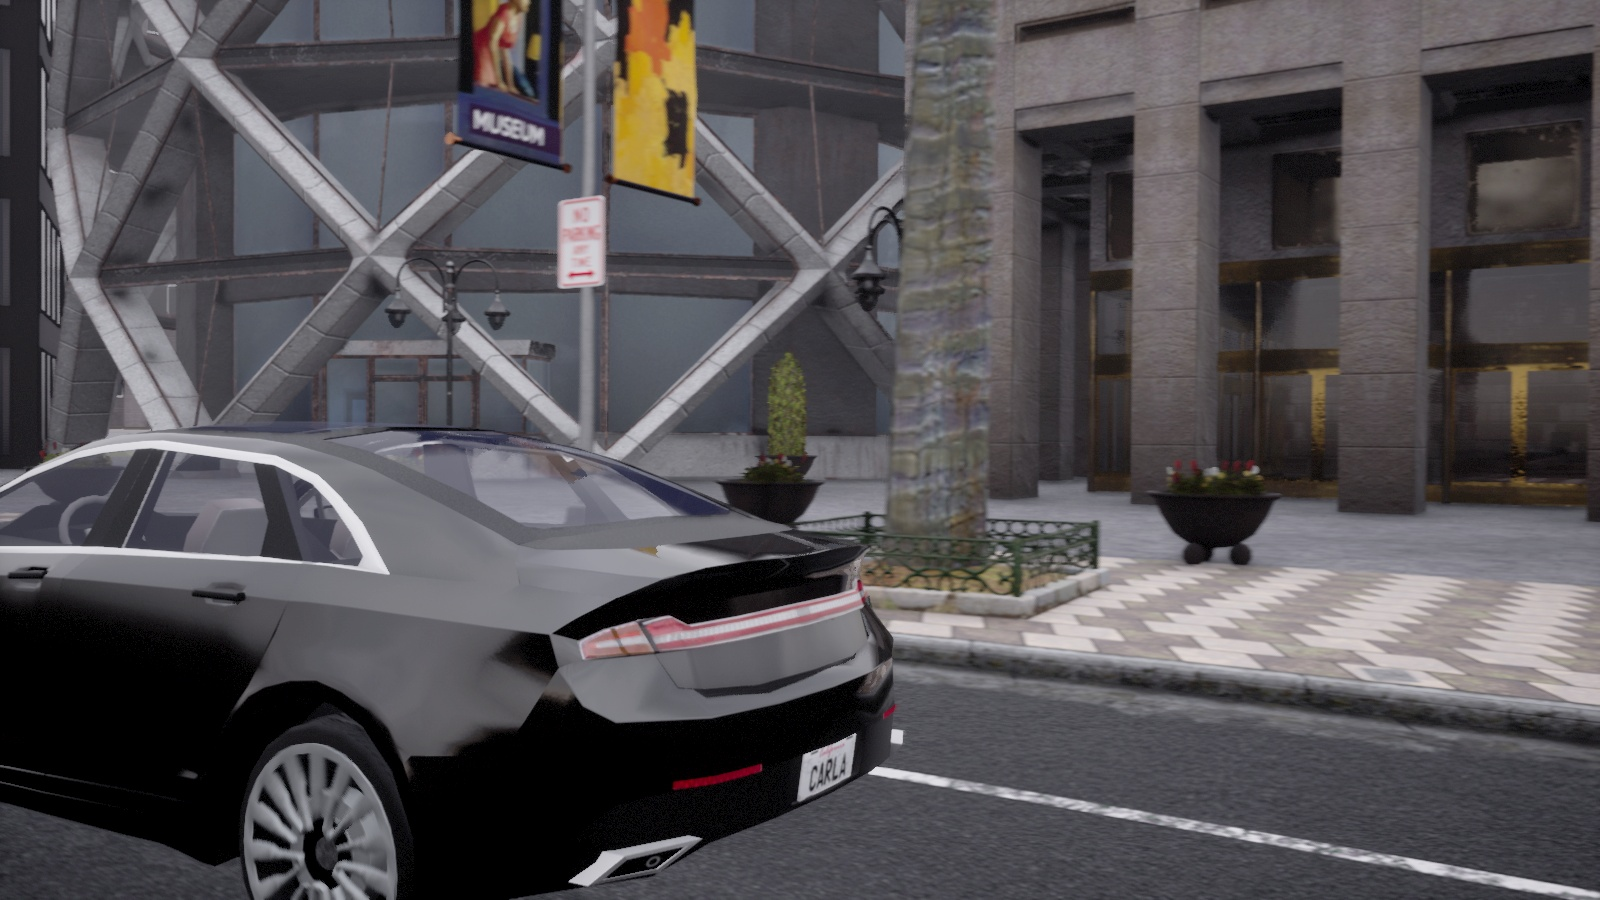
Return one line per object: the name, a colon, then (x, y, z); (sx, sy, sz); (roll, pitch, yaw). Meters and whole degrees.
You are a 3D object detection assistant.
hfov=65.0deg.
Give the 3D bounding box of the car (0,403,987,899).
car: (-1.995, 0.647, 4.769); (4.902, 1.511, 2.128); (0, 1, 31)
